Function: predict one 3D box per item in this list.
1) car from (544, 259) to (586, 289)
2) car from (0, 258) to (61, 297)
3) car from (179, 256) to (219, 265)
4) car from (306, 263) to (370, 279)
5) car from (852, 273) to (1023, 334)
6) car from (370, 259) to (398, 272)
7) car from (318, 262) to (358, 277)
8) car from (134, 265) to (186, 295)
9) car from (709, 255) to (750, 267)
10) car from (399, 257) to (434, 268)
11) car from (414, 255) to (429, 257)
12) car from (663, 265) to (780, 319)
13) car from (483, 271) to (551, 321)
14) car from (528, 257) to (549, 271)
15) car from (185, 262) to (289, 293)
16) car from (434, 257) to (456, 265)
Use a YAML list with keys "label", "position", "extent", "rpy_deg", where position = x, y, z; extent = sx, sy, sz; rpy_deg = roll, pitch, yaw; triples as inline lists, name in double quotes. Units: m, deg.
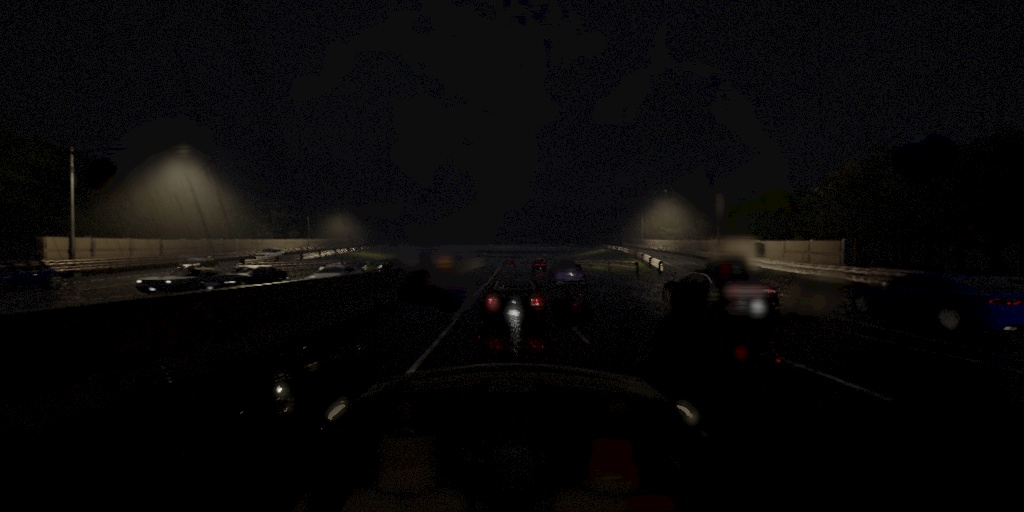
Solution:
- label: "car"
  position: [3.546, 1.187, 23.441]
  extent: [2.033, 1.649, 4.856]
  rpy_deg: [0, 0, 0]
- label: "car"
  position: [-25.307, 1.040, 17.656]
  extent: [2.097, 1.767, 4.553]
  rpy_deg: [0, 1, -19]
- label: "car"
  position: [-32.019, 0.761, 36.798]
  extent: [2.128, 1.511, 4.902]
  rpy_deg: [0, 1, -18]
- label: "car"
  position: [-10.646, 1.282, 21.766]
  extent: [1.812, 1.442, 4.674]
  rpy_deg: [0, 0, 0]
- label: "car"
  position: [12.468, 1.242, 10.430]
  extent: [1.882, 1.535, 5.008]
  rpy_deg: [1, 0, 12]
- label: "car"
  position: [-14.234, 1.097, 38.491]
  extent: [2.097, 1.767, 4.553]
  rpy_deg: [0, 0, 0]
- label: "car"
  position: [-17.727, 1.352, 36.840]
  extent: [1.895, 1.301, 4.718]
  rpy_deg: [0, 0, 0]
- label: "car"
  position: [-17.625, 1.328, 19.774]
  extent: [1.895, 1.301, 4.718]
  rpy_deg: [1, 0, 0]
- label: "car"
  position: [18.346, 0.943, 30.519]
  extent: [2.150, 2.045, 5.566]
  rpy_deg: [0, 1, 17]
- label: "car"
  position: [-10.749, 1.227, 40.626]
  extent: [2.128, 1.511, 4.902]
  rpy_deg: [0, 0, 0]
- label: "car"
  position: [-14.358, 0.852, 56.284]
  extent: [2.150, 2.045, 5.566]
  rpy_deg: [0, 0, 0]
- label: "car"
  position: [7.083, 1.245, 12.772]
  extent: [2.128, 1.511, 4.902]
  rpy_deg: [0, 0, 0]
- label: "car"
  position: [0.084, 1.354, 12.457]
  extent: [1.895, 1.301, 4.718]
  rpy_deg: [0, 0, 0]
- label: "car"
  position: [3.394, 1.211, 45.717]
  extent: [1.837, 1.490, 4.892]
  rpy_deg: [0, 0, -1]
- label: "car"
  position: [-14.136, 1.247, 19.247]
  extent: [2.128, 1.511, 4.902]
  rpy_deg: [0, 0, 0]
- label: "car"
  position: [-10.877, 1.096, 58.217]
  extent: [1.882, 1.535, 5.008]
  rpy_deg: [0, 0, 0]
